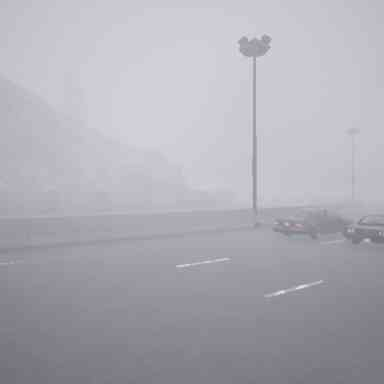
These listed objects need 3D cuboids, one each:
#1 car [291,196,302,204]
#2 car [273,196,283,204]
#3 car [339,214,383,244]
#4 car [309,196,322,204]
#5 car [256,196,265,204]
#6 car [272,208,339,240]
[{"bbox_3d":[20.357,1.470,64.810,2.128,1.511,4.902,0,0,14],"label":"car"},{"bbox_3d":[16.967,1.473,65.627,1.882,1.535,5.008,0,0,14],"label":"car"},{"bbox_3d":[8.626,1.616,14.501,4.718,1.301,1.895,0,0,-39],"label":"car"},{"bbox_3d":[23.829,1.454,64.172,1.882,1.535,5.008,0,0,14],"label":"car"},{"bbox_3d":[13.491,1.481,66.155,1.837,1.490,4.892,0,0,14],"label":"car"},{"bbox_3d":[6.406,1.563,17.207,5.357,1.411,2.033,0,0,-39],"label":"car"}]
